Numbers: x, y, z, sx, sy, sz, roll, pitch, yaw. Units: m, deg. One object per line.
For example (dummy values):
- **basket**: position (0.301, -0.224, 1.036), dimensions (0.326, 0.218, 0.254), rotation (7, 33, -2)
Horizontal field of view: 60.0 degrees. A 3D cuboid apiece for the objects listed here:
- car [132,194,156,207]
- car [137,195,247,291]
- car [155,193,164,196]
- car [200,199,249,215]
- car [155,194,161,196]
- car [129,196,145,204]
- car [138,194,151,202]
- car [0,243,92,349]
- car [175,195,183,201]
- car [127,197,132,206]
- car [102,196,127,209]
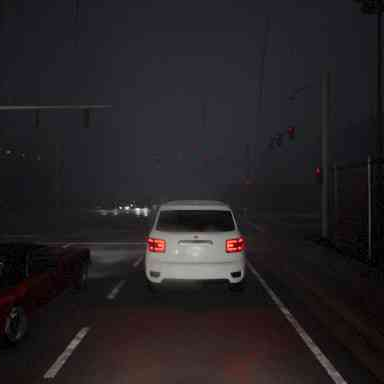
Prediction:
- **car**: position (-7.008, 1.491, 49.016), dimensions (2.128, 1.511, 4.902), rotation (0, 0, 0)
- **car**: position (0.087, 1.221, 9.132), dimensions (2.150, 2.045, 5.566), rotation (0, 0, 0)
- **car**: position (-6.889, 1.221, 68.988), dimensions (2.150, 2.045, 5.566), rotation (0, 0, 0)
- **car**: position (3.392, 1.560, 34.738), dimensions (4.674, 1.442, 1.812), rotation (1, 0, 27)
- **car**: position (-6.981, 1.525, 58.275), dimensions (1.812, 1.442, 4.674), rotation (0, 0, 0)
- **car**: position (-10.449, 1.491, 63.171), dimensions (2.128, 1.511, 4.902), rotation (0, 0, 1)
- **car**: position (-10.382, 1.354, 73.220), dimensions (2.097, 1.767, 4.553), rotation (0, 0, 0)
- **car**: position (-3.433, 1.601, 6.207), dimensions (1.895, 1.301, 4.718), rotation (0, 0, 1)
- **car**: position (-3.361, 1.540, 86.071), dimensions (2.033, 1.411, 5.357), rotation (0, 0, 0)
- **car**: position (-10.504, 1.491, 53.780), dimensions (2.128, 1.511, 4.902), rotation (0, 0, 0)
- **car**: position (-10.522, 1.352, 44.627), dimensions (2.097, 1.767, 4.553), rotation (0, 0, 0)
